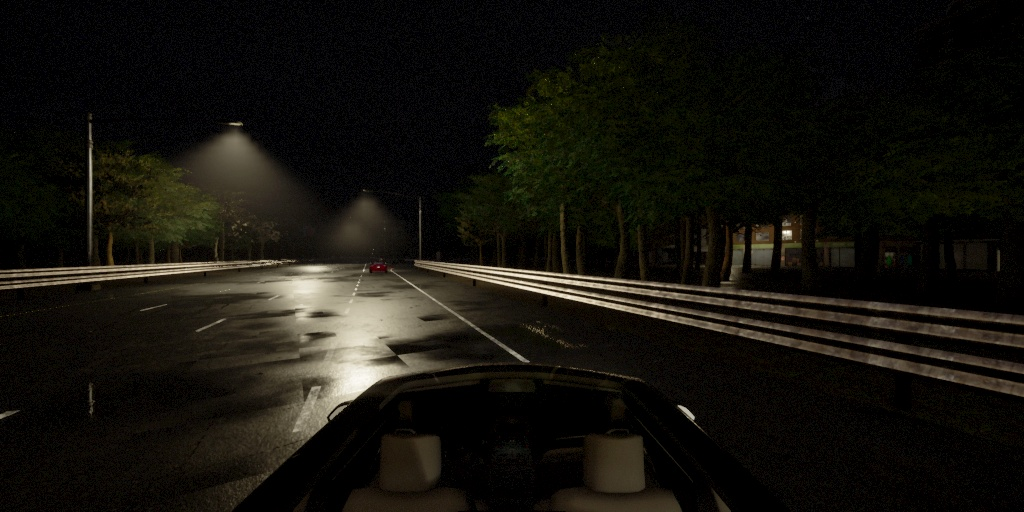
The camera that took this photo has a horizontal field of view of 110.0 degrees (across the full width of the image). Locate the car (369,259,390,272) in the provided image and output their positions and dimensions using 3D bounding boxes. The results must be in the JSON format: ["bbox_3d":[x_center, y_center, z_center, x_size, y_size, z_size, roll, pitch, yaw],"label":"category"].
[{"bbox_3d":[-16.761,1.309,44.918,1.994,1.385,4.181,0,0,-21],"label":"car"}]
